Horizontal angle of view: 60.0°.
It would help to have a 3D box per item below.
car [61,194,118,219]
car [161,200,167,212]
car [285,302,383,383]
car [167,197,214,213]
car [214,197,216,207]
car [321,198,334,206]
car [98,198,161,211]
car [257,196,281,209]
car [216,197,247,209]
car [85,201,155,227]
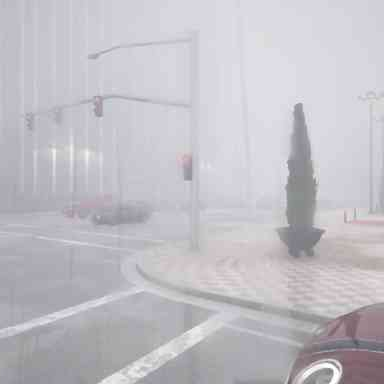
[{"bbox_3d":[-8.872,1.221,29.858,2.150,2.045,5.566,0,0,35],"label":"car"},{"bbox_3d":[-3.169,1.564,38.046,1.994,1.385,4.181,0,0,35],"label":"car"},{"bbox_3d":[2.862,1.352,1.929,4.553,1.767,2.097,0,0,36],"label":"car"},{"bbox_3d":[-0.067,1.492,36.381,2.128,1.511,4.902,0,0,35],"label":"car"},{"bbox_3d":[2.660,1.478,46.399,1.882,1.535,5.008,0,0,35],"label":"car"},{"bbox_3d":[22.646,1.601,56.400,1.895,1.301,4.718,0,0,34],"label":"car"},{"bbox_3d":[-5.277,1.492,28.909,2.128,1.511,4.902,0,0,35],"label":"car"},{"bbox_3d":[10.528,1.352,45.124,2.097,1.767,4.553,0,0,35],"label":"car"},{"bbox_3d":[5.743,1.492,44.700,2.128,1.511,4.902,0,0,35],"label":"car"},{"bbox_3d":[-4.861,1.564,23.026,1.994,1.385,4.181,0,0,35],"label":"car"}]
